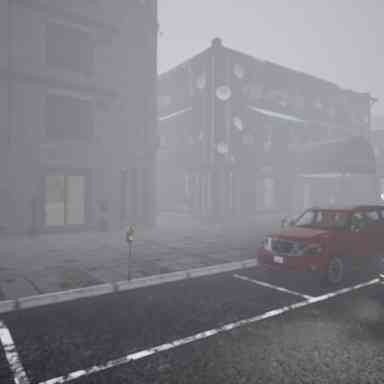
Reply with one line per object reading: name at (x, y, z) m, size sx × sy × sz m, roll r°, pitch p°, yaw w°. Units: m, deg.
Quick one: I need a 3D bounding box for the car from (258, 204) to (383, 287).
car at (4.146, 1.313, 9.509) m, size 5.009 × 1.841 × 2.192 m, roll 0°, pitch 1°, yaw -36°

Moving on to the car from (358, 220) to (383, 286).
car at (6.318, 1.489, 7.891) m, size 4.902 × 1.511 × 2.128 m, roll 0°, pitch 0°, yaw -36°
